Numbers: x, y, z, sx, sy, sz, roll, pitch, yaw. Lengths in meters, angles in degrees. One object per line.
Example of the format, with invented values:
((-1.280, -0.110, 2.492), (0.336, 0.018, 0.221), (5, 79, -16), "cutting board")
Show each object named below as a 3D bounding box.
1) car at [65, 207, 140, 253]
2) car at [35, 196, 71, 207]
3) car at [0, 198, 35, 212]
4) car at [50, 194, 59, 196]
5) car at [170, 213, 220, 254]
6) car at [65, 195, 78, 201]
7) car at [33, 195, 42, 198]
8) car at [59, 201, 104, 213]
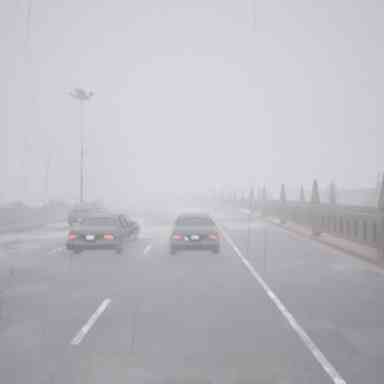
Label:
((-3.402, 1.563, 13.625), (2.033, 1.411, 5.357), (0, 0, 0), "car")
((-14.676, 1.532, 35.684), (2.128, 1.511, 4.902), (0, 0, -6), "car")
((-17.990, 1.601, 33.548), (1.994, 1.385, 4.181), (0, 0, -5), "car")
((-29.895, 1.174, 72.578), (1.882, 1.535, 5.008), (0, 0, -30), "car")
((0.099, 1.563, 13.576), (2.033, 1.411, 5.357), (0, 0, 0), "car")
((-26.860, 1.293, 74.320), (1.895, 1.301, 4.718), (0, 0, -30), "car")
((-32.240, 1.393, 69.606), (1.812, 1.442, 4.674), (0, 0, -28), "car")
((-6.910, 1.517, 22.783), (2.128, 1.511, 4.902), (0, 0, 0), "car")
